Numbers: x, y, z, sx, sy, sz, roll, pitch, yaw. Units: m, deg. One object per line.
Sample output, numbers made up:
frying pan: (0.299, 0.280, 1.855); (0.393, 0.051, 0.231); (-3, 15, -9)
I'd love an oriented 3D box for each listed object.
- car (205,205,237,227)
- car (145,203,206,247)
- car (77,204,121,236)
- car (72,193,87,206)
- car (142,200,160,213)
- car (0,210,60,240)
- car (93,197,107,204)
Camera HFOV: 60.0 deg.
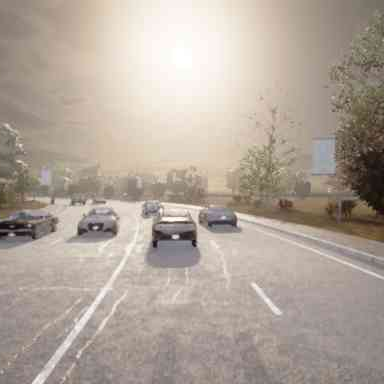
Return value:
car: (1.648, 1.549, 22.550); (1.994, 1.385, 4.181); (0, 0, -9)
car: (-0.868, 1.484, 15.031); (2.128, 1.511, 4.902); (0, 0, -6)
car: (-4.992, 1.562, 18.311); (1.994, 1.385, 4.181); (0, 0, -8)
car: (-19.208, 1.205, 56.467); (2.150, 2.045, 5.566); (0, 0, -23)
car: (-3.939, 1.535, 33.212); (2.033, 1.411, 5.357); (0, 0, -13)
car: (-8.311, 1.605, 17.017); (1.895, 1.301, 4.718); (0, 0, -8)
car: (-16.393, 1.530, 58.855); (2.033, 1.411, 5.357); (0, 0, -23)
